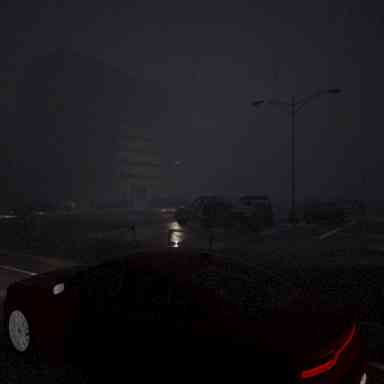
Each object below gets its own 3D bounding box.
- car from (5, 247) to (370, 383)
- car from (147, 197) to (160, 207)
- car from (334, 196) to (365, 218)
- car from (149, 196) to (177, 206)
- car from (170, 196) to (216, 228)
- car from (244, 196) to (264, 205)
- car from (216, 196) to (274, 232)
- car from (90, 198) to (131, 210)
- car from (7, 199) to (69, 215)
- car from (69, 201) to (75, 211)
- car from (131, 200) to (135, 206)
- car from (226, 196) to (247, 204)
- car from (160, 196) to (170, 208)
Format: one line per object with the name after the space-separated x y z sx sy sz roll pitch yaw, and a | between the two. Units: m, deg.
-0.520 1.478 4.360 5.008 1.535 1.882 0 0 35 | car
-4.698 1.492 50.230 2.128 1.511 4.902 0 0 34 | car
15.344 1.395 32.012 1.970 1.475 3.806 0 0 34 | car
-4.797 1.492 56.319 2.128 1.511 4.902 0 0 34 | car
0.953 1.153 20.722 1.932 1.855 4.605 0 0 34 | car
11.509 1.526 61.496 1.812 1.442 4.674 0 0 34 | car
3.321 1.156 19.057 1.905 1.878 3.866 0 0 34 | car
-10.372 1.601 41.800 1.895 1.301 4.718 0 0 34 | car
-15.715 1.547 33.838 2.033 1.411 5.357 0 0 34 | car
-16.166 1.526 39.426 1.812 1.442 4.674 0 0 34 | car
-10.505 1.547 47.882 2.033 1.411 5.357 0 0 33 | car
8.546 1.488 63.354 2.128 1.511 4.902 0 0 34 | car
-2.090 1.526 47.482 1.812 1.442 4.674 0 0 34 | car
